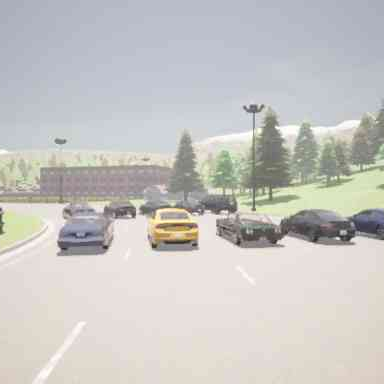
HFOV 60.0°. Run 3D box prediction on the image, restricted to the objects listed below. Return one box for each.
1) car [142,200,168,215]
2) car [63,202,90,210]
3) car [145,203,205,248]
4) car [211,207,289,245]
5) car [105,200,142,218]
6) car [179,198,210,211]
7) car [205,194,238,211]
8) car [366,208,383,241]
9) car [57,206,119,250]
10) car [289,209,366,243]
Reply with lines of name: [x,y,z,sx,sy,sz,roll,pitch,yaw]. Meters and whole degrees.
car: [-3.464,1.516,31.304,1.837,1.490,4.892,0,0,-31]
car: [-9.450,1.563,27.676,2.033,1.411,5.357,0,0,-31]
car: [-0.962,1.485,14.938,1.882,1.535,5.008,0,0,-10]
car: [2.478,1.616,15.584,1.895,1.301,4.718,0,0,-10]
car: [-6.457,1.516,29.490,1.837,1.490,4.892,0,0,-31]
car: [-0.470,1.533,33.118,1.812,1.442,4.674,0,0,-31]
car: [2.507,1.258,34.957,2.150,2.045,5.566,0,0,-31]
car: [9.373,1.533,16.789,1.812,1.442,4.674,0,0,-10]
car: [-4.407,1.563,14.320,2.033,1.411,5.357,0,0,-10]
car: [5.928,1.533,16.172,1.812,1.442,4.674,0,0,-10]
